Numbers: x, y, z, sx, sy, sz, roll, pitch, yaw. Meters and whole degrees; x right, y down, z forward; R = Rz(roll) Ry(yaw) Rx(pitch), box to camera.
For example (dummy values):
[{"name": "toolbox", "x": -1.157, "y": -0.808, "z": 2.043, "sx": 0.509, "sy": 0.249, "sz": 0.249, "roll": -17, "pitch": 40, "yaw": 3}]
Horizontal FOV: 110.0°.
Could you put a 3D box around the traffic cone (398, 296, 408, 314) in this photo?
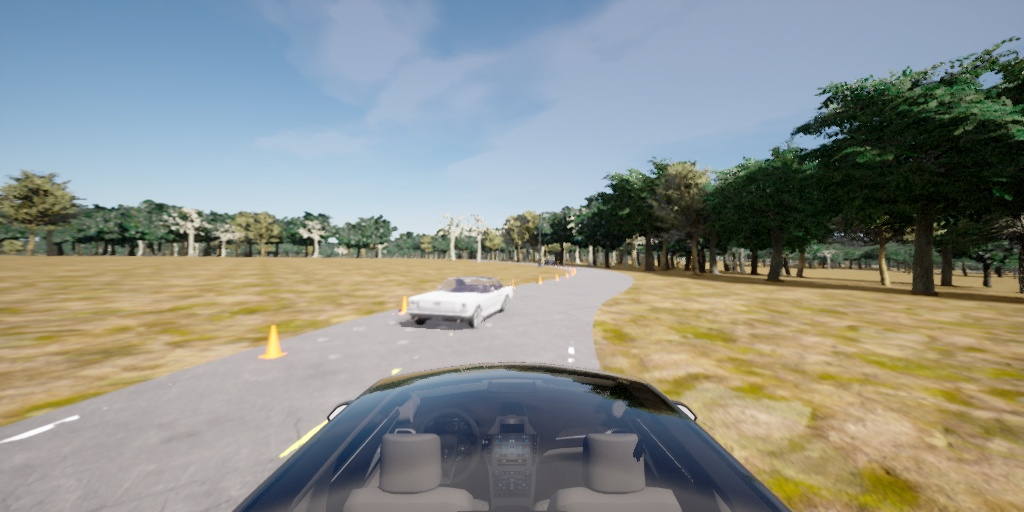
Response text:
[{"name": "traffic cone", "x": -3.636, "y": 1.648, "z": 12.141, "sx": 0.340, "sy": 0.580, "sz": 0.340, "roll": 0, "pitch": 0, "yaw": 14}]

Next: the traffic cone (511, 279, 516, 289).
[{"name": "traffic cone", "x": 0.040, "y": 1.722, "z": 22.043, "sx": 0.340, "sy": 0.580, "sz": 0.340, "roll": 0, "pitch": 0, "yaw": 26}]

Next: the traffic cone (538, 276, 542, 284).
[{"name": "traffic cone", "x": 2.076, "y": 1.767, "z": 26.454, "sx": 0.340, "sy": 0.580, "sz": 0.340, "roll": 0, "pitch": 0, "yaw": 23}]

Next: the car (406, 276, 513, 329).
[{"name": "car", "x": -1.408, "y": 1.323, "z": 11.423, "sx": 1.895, "sy": 1.301, "sz": 4.718, "roll": 1, "pitch": 0, "yaw": 14}]

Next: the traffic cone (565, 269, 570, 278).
[{"name": "traffic cone", "x": 5.446, "y": 1.855, "z": 35.565, "sx": 0.340, "sy": 0.580, "sz": 0.340, "roll": 0, "pitch": 0, "yaw": 17}]

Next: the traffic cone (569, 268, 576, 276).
[{"name": "traffic cone", "x": 6.770, "y": 1.894, "z": 40.240, "sx": 0.340, "sy": 0.580, "sz": 0.340, "roll": 0, "pitch": 0, "yaw": 14}]

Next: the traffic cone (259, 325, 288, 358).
[{"name": "traffic cone", "x": -4.611, "y": 1.632, "z": 6.925, "sx": 0.340, "sy": 0.580, "sz": 0.340, "roll": 0, "pitch": 0, "yaw": 7}]

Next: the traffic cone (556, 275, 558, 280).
[{"name": "traffic cone", "x": 3.879, "y": 1.812, "z": 30.966, "sx": 0.340, "sy": 0.580, "sz": 0.340, "roll": 0, "pitch": 0, "yaw": 20}]
